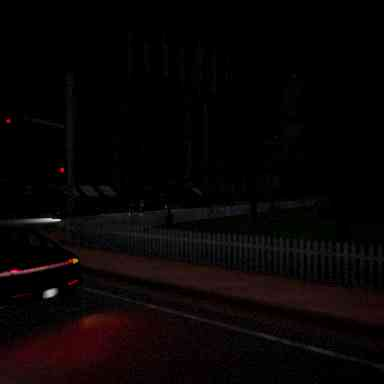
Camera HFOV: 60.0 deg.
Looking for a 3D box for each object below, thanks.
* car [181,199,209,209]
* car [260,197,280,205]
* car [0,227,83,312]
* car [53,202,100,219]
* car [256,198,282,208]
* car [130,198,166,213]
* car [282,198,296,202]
[{"bbox_3d":[0.468,1.696,46.800,1.895,1.301,4.718,0,0,34],"label":"car"},{"bbox_3d":[14.211,1.684,60.557,1.895,1.301,4.718,0,0,34],"label":"car"},{"bbox_3d":[-4.386,1.519,7.102,4.902,1.511,2.128,0,0,36],"label":"car"},{"bbox_3d":[-10.520,1.657,30.564,1.994,1.385,4.181,0,0,34],"label":"car"},{"bbox_3d":[11.095,1.618,49.684,2.033,1.411,5.357,0,0,34],"label":"car"},{"bbox_3d":[-5.097,1.446,38.584,2.097,1.767,4.553,0,0,34],"label":"car"},{"bbox_3d":[17.088,1.619,58.568,2.033,1.411,5.357,0,0,34],"label":"car"}]
